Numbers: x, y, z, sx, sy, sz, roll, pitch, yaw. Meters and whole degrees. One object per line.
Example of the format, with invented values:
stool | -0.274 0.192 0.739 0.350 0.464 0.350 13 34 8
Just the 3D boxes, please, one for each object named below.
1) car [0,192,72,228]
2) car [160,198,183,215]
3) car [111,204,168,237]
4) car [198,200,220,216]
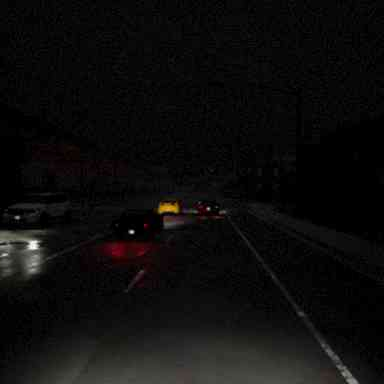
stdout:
car | -9.615 1.056 21.309 2.150 2.045 5.566 0 0 3
car | -1.932 1.315 31.156 1.882 1.535 5.008 0 0 3
car | -2.618 1.501 17.166 1.895 1.301 4.718 0 0 3
car | 1.554 1.425 30.961 1.994 1.385 4.181 0 0 4
